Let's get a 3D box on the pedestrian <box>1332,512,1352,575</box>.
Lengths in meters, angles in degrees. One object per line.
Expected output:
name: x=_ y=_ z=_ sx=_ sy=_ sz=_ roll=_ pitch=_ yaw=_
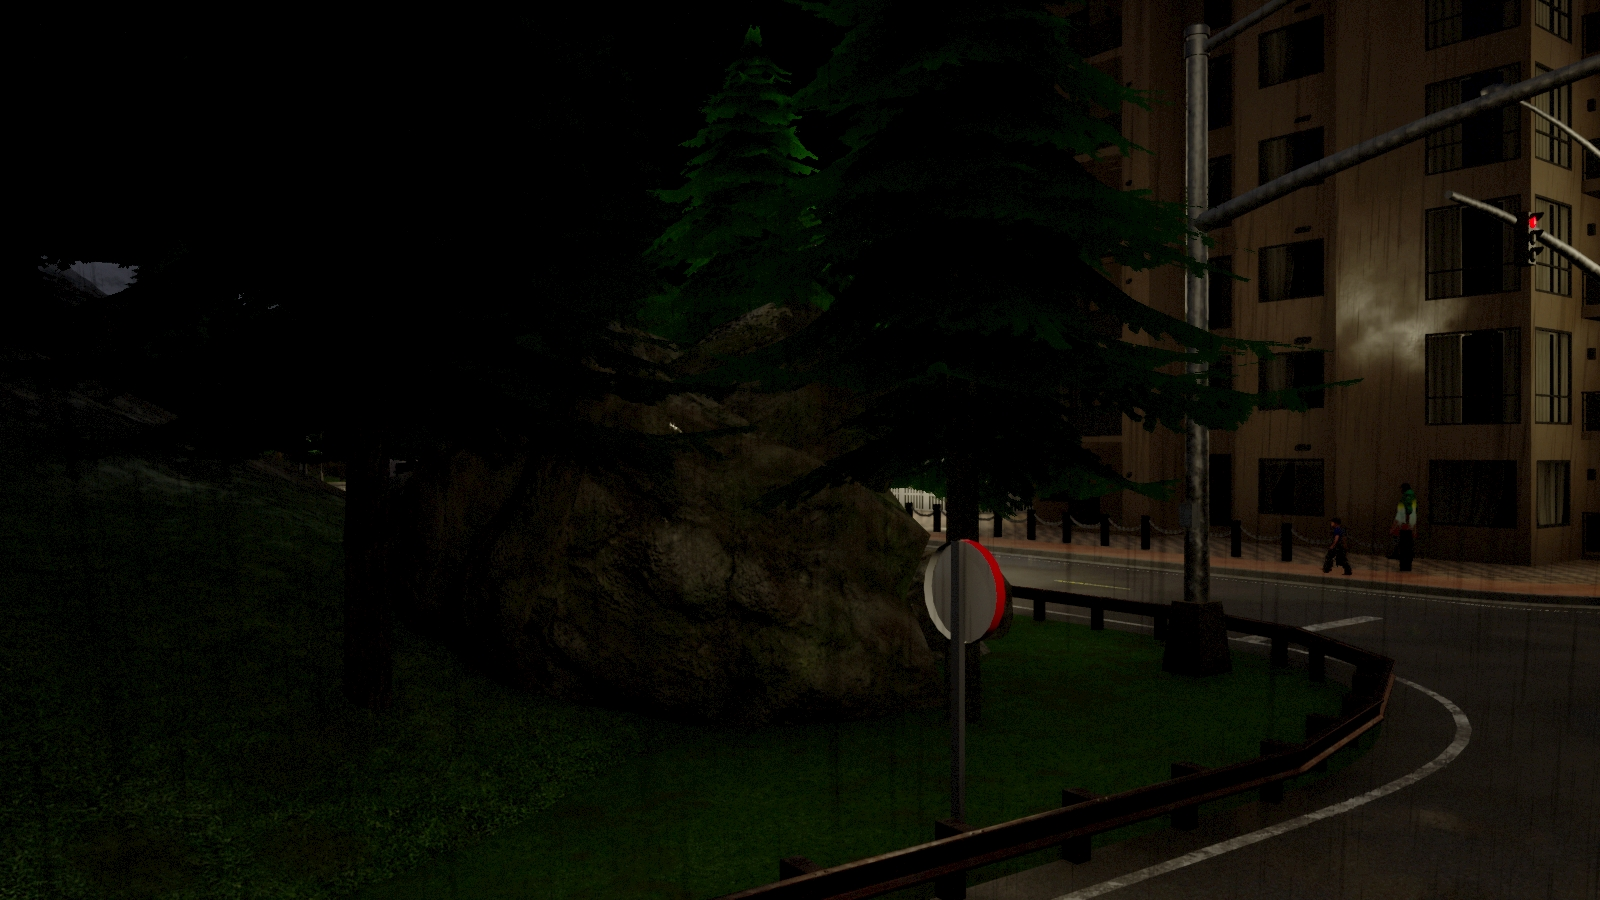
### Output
pedestrian: x=11.507 y=1.974 z=24.249 sx=0.375 sy=1.300 sz=0.375 roll=0 pitch=0 yaw=29

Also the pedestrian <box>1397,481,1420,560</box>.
pedestrian: x=14.503 y=1.677 z=27.249 sx=0.375 sy=1.860 sz=0.375 roll=0 pitch=0 yaw=-40
